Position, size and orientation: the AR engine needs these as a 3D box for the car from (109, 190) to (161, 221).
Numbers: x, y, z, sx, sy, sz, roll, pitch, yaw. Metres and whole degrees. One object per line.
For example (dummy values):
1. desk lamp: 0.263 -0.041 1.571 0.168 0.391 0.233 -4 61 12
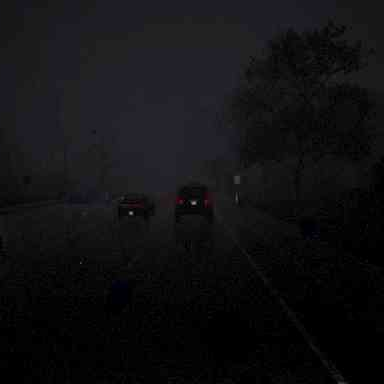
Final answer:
1. car: -3.394 0.865 20.893 2.128 1.511 4.902 0 2 0

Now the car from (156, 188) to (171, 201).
1. car: -3.390 0.264 37.596 2.033 1.411 5.357 0 2 0

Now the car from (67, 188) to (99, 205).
1. car: -10.586 0.395 32.486 1.882 1.535 5.008 0 2 0

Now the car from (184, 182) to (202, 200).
1. car: 0.111 -0.209 41.339 2.150 2.045 5.566 0 2 0

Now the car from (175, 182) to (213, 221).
1. car: 0.106 0.598 20.781 2.150 2.045 5.566 0 2 0

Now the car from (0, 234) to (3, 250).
1. car: -7.024 1.403 8.896 1.994 1.385 4.181 0 2 0

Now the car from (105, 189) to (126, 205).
1. car: -7.087 0.442 32.511 1.812 1.442 4.674 0 2 0
